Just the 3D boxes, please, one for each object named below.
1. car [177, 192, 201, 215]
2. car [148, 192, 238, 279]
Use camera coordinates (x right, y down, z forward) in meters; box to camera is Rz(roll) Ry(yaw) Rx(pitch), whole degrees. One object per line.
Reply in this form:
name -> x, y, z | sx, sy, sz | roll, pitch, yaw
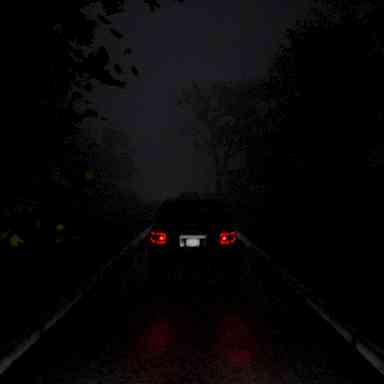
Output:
car -> -0.378, 1.026, 33.233 | 2.150, 2.045, 5.566 | 0, 0, -3
car -> 0.038, 1.165, 9.953 | 2.150, 2.045, 5.566 | 0, 1, 0
